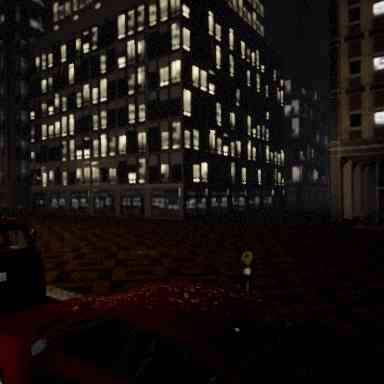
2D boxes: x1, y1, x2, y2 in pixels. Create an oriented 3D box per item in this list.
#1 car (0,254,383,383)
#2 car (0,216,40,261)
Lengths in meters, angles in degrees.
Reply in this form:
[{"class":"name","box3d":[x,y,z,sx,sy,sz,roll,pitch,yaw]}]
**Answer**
[{"class":"car","box3d":[-0.294,1.558,3.086,4.507,1.381,1.887,0,-1,35]},{"class":"car","box3d":[-4.809,1.366,6.299,5.009,1.841,2.192,0,-1,35]}]
